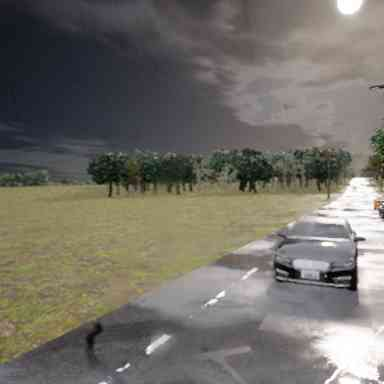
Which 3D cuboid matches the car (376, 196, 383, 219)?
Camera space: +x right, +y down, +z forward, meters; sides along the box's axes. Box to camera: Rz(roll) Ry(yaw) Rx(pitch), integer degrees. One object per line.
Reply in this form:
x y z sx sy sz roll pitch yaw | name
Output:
16.539 1.247 27.156 2.097 1.767 4.553 0 0 27 | car

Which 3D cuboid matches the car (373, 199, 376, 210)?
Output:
22.636 1.286 39.411 1.882 1.535 5.008 0 0 27 | car

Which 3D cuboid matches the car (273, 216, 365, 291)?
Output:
3.586 1.472 9.202 2.128 1.511 4.902 0 0 27 | car
